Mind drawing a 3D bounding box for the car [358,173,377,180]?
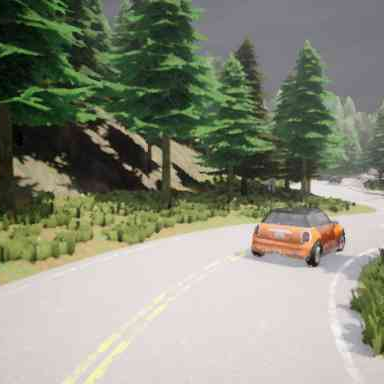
[{"bbox_3d":[37.850,-3.285,71.744,4.674,1.442,1.812,-2,6,-24],"label":"car"}]

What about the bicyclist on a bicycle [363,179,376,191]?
[{"bbox_3d":[23.064,-0.934,43.148,1.656,1.620,0.582,0,5,3],"label":"bicyclist on a bicycle"}]

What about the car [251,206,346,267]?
[{"bbox_3d":[3.971,1.326,11.910,2.097,1.767,4.553,4,3,37],"label":"car"}]

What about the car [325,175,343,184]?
[{"bbox_3d":[25.948,-2.236,60.120,1.812,1.442,4.674,3,6,30],"label":"car"}]
